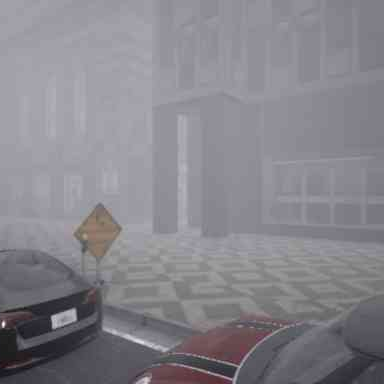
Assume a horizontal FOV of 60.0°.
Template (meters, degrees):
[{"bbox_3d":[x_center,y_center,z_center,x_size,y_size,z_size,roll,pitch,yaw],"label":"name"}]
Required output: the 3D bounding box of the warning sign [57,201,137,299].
[{"bbox_3d":[-2.041,1.142,7.253,1.060,1.860,1.300,0,0,35],"label":"warning sign"}]

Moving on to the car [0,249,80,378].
[{"bbox_3d":[-3.253,1.592,5.279,4.313,1.339,1.947,0,0,35],"label":"car"}]

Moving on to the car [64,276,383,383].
[{"bbox_3d":[1.336,1.440,2.006,4.097,1.590,1.967,0,0,35],"label":"car"}]
